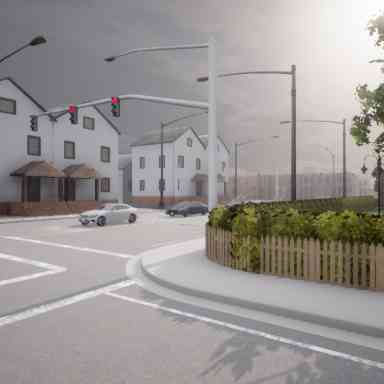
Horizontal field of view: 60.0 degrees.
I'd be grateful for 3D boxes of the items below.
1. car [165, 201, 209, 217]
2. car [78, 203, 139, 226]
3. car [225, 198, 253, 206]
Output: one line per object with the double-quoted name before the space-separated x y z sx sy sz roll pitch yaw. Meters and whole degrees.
"car" -0.240 1.547 31.421 2.033 1.411 5.357 0 0 35
"car" -5.729 1.526 23.473 1.812 1.442 4.674 0 0 35
"car" 5.638 1.491 39.910 2.128 1.511 4.902 0 0 35
